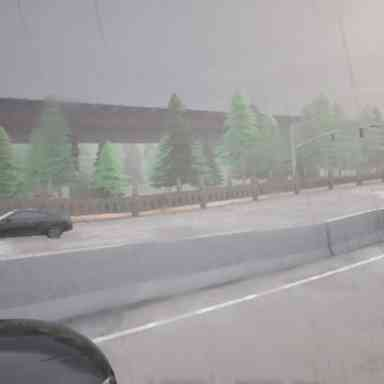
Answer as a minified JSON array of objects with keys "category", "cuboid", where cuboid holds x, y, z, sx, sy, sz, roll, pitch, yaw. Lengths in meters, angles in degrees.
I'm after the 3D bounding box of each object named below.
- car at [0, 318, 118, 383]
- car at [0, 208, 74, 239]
[{"category":"car","cuboid":[-2.809,1.490,1.743,4.902,1.511,2.128,0,0,-36]},{"category":"car","cuboid":[-7.947,1.499,15.421,4.674,1.442,1.812,-1,0,-35]}]
